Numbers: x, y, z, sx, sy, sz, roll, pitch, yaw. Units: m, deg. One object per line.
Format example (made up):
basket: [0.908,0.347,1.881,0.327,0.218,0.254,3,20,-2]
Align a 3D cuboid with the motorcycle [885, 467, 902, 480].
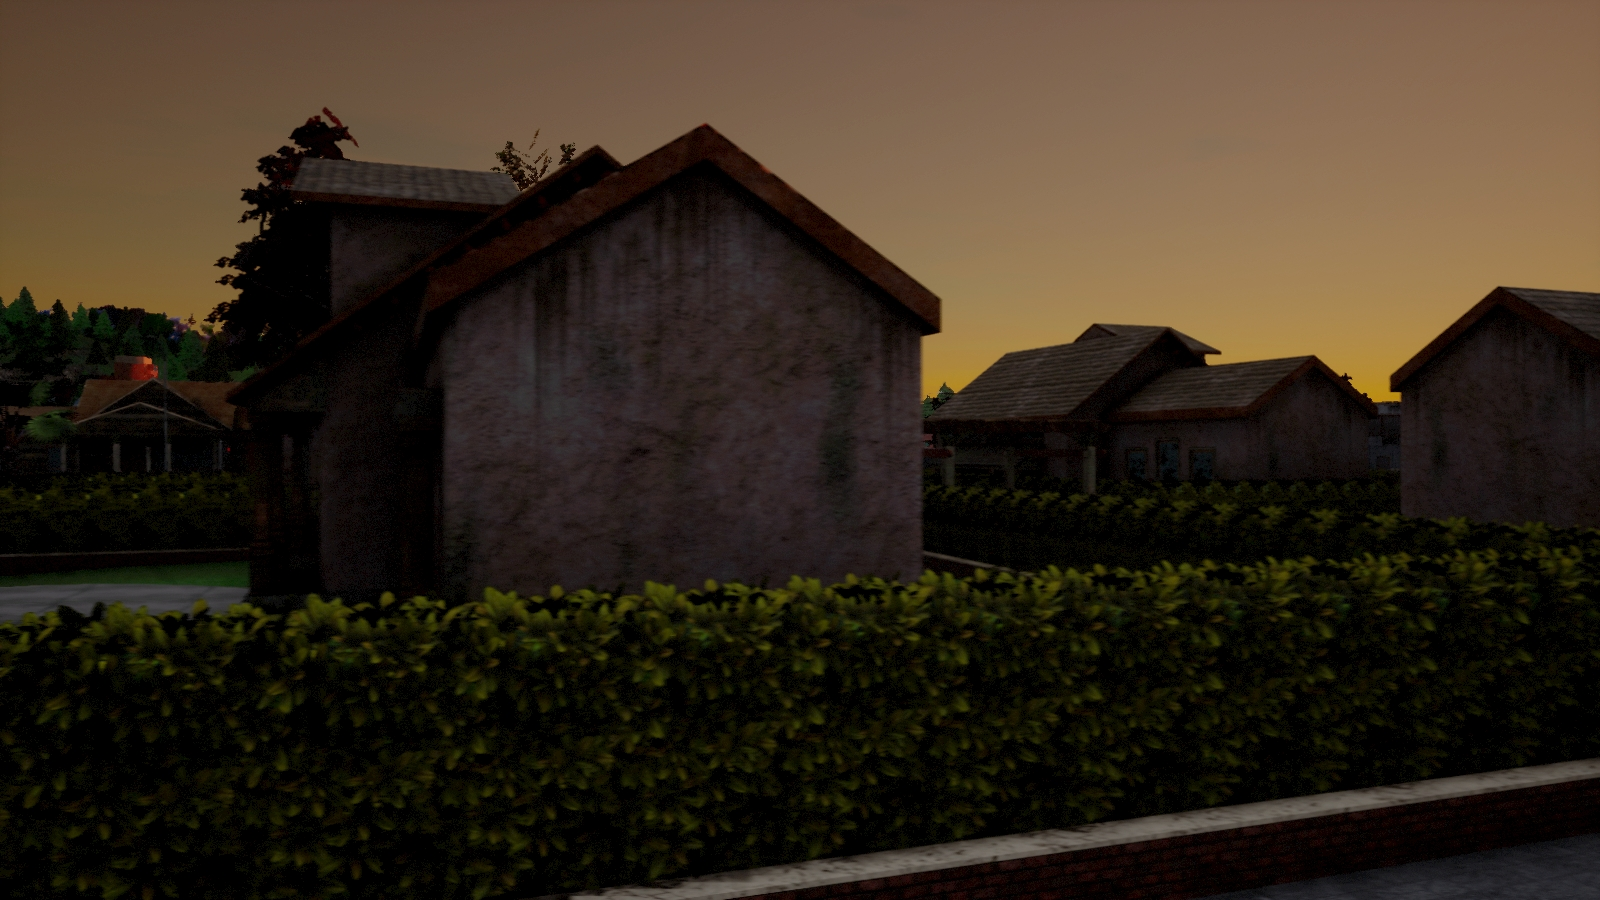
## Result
motorcycle: [8.702,2.193,106.706,0.803,1.199,2.033,0,0,-20]
